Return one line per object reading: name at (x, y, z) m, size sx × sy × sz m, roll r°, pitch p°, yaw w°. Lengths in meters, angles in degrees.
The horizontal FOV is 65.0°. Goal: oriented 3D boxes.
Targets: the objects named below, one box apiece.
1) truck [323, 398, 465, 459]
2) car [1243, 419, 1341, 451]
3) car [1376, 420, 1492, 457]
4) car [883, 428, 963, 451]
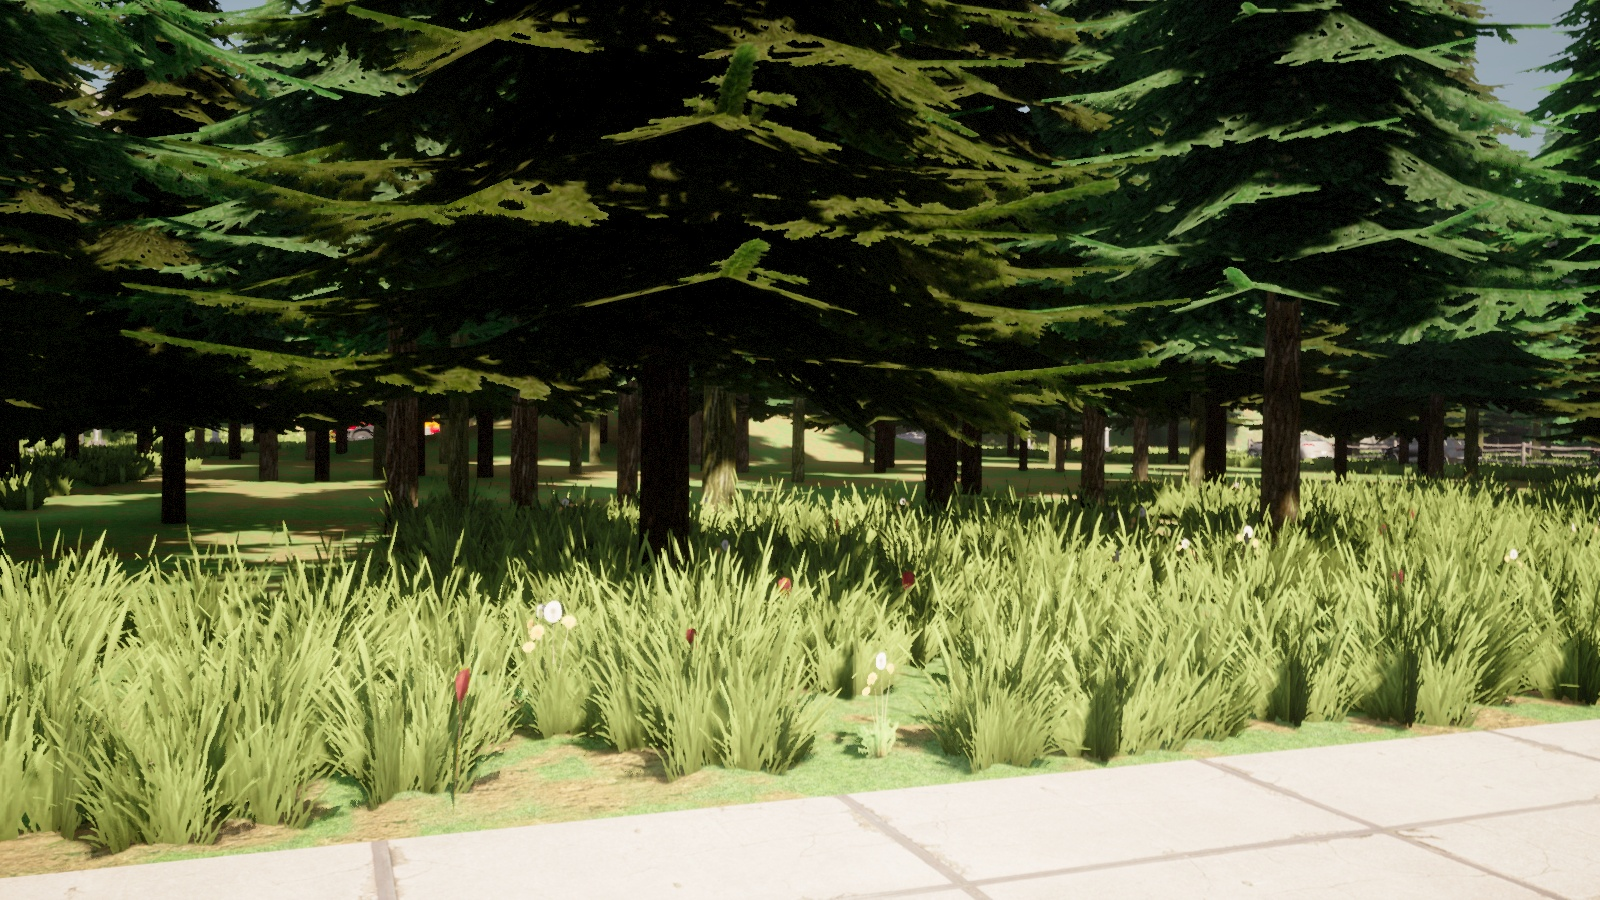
truck at (-26.651, -1.443, 82.547) m, size 8.468 × 3.827 × 2.891 m, roll -1°, pitch 1°, yaw -28°
car at (26.748, -0.804, 68.437) m, size 2.152 × 1.651 × 5.027 m, roll -1°, pitch 1°, yaw -20°
car at (29.945, -0.542, 59.509) m, size 2.033 × 1.649 × 4.856 m, roll -1°, pitch 1°, yaw -20°
car at (8.250, -0.695, 84.237) m, size 4.902 × 1.511 × 2.128 m, roll 0°, pitch 1°, yaw 22°
